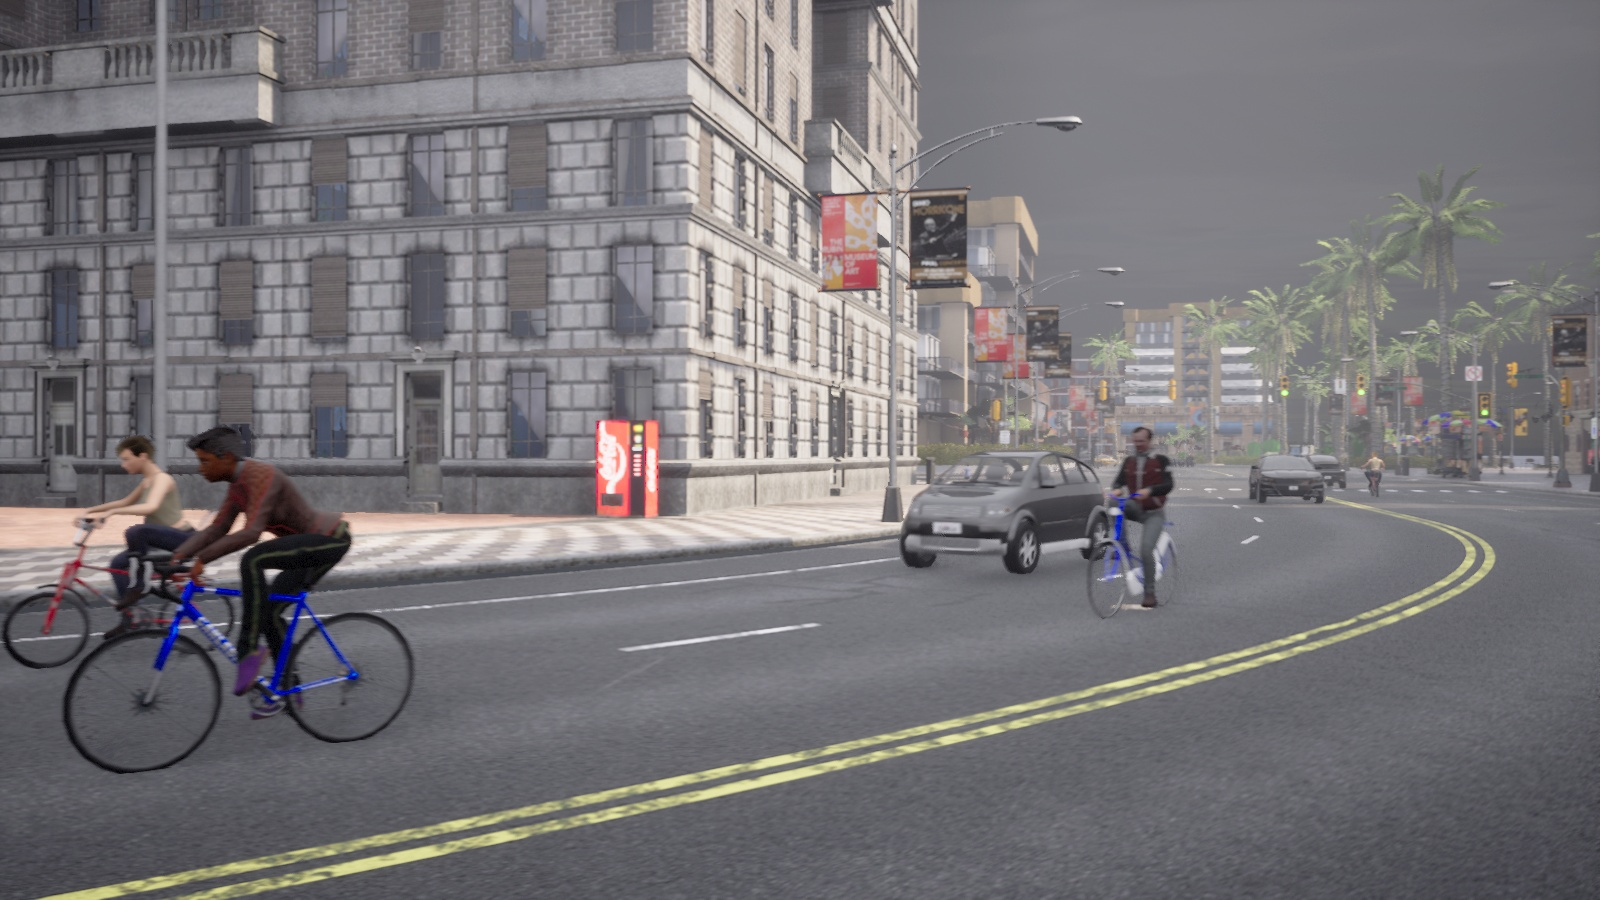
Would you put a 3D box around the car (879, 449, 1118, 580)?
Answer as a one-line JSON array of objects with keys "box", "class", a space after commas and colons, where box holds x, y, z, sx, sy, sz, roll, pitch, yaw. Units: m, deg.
[{"box": [2.776, 0.770, 16.941, 1.789, 1.549, 3.705, 0, 0, 34], "class": "car"}]

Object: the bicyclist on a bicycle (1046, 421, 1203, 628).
[{"box": [3.048, 0.645, 11.684, 0.659, 1.776, 1.843, -1, -1, 40], "class": "bicyclist on a bicycle"}]

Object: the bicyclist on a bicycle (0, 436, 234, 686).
[{"box": [-4.916, 0.722, 8.864, 1.509, 1.612, 0.866, 0, -1, -38], "class": "bicyclist on a bicycle"}]

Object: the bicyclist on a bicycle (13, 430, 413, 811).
[{"box": [-2.802, 0.724, 6.092, 1.656, 1.620, 0.582, 0, 0, -39], "class": "bicyclist on a bicycle"}]

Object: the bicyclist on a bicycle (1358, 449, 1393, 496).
[{"box": [20.174, 0.767, 44.054, 0.866, 1.612, 1.509, 0, 0, 16], "class": "bicyclist on a bicycle"}]

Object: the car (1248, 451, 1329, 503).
[{"box": [15.346, 0.807, 39.662, 1.882, 1.535, 5.008, 0, 0, 15], "class": "car"}]

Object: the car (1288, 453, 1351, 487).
[{"box": [23.757, 0.869, 57.589, 1.837, 1.490, 4.892, 0, 0, 12], "class": "car"}]
